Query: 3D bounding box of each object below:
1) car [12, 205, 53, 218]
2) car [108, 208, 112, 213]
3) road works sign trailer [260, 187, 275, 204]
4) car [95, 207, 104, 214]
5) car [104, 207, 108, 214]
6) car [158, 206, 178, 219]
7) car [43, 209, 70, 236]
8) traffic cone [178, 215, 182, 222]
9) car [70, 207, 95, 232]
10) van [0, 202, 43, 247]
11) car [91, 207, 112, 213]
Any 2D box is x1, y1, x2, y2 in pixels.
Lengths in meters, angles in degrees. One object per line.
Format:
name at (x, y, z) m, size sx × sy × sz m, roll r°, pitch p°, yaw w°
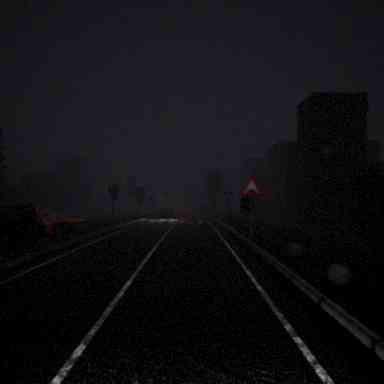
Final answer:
car at (-21.907, 2.676, 45.809) m, size 4.553 × 1.767 × 2.185 m, roll 0°, pitch -3°, yaw 0°
car at (-21.723, 4.219, 76.655) m, size 5.008 × 1.535 × 2.097 m, roll 0°, pitch -3°, yaw 0°
road works sign trailer at (12.306, 0.462, 55.088) m, size 2.380 × 2.880 × 3.560 m, roll 4°, pitch 7°, yaw 8°
car at (-21.748, 3.958, 70.111) m, size 4.674 × 1.452 × 2.002 m, roll 0°, pitch -3°, yaw 0°
car at (-21.729, 4.070, 73.385) m, size 4.892 × 1.521 × 2.231 m, roll 0°, pitch -3°, yaw 0°
car at (-3.248, 2.789, 43.730) m, size 1.812 × 1.442 × 4.674 m, roll 0°, pitch -3°, yaw 0°
car at (-9.555, 1.618, 18.341) m, size 4.553 × 1.767 × 2.185 m, roll 0°, pitch -2°, yaw 0°
traffic cone at (-1.324, 2.797, 34.496) m, size 0.340 × 0.580 × 0.340 m, roll 0°, pitch -3°, yaw 0°
car at (-9.350, 1.824, 21.255) m, size 5.366 × 1.575 × 1.946 m, roll 0°, pitch -2°, yaw 0°
van at (-9.629, 1.443, 15.307) m, size 4.442 × 1.987 × 1.878 m, roll 0°, pitch -1°, yaw 0°
car at (-21.699, 4.404, 79.799) m, size 4.674 × 1.452 × 2.002 m, roll 0°, pitch -3°, yaw 0°
